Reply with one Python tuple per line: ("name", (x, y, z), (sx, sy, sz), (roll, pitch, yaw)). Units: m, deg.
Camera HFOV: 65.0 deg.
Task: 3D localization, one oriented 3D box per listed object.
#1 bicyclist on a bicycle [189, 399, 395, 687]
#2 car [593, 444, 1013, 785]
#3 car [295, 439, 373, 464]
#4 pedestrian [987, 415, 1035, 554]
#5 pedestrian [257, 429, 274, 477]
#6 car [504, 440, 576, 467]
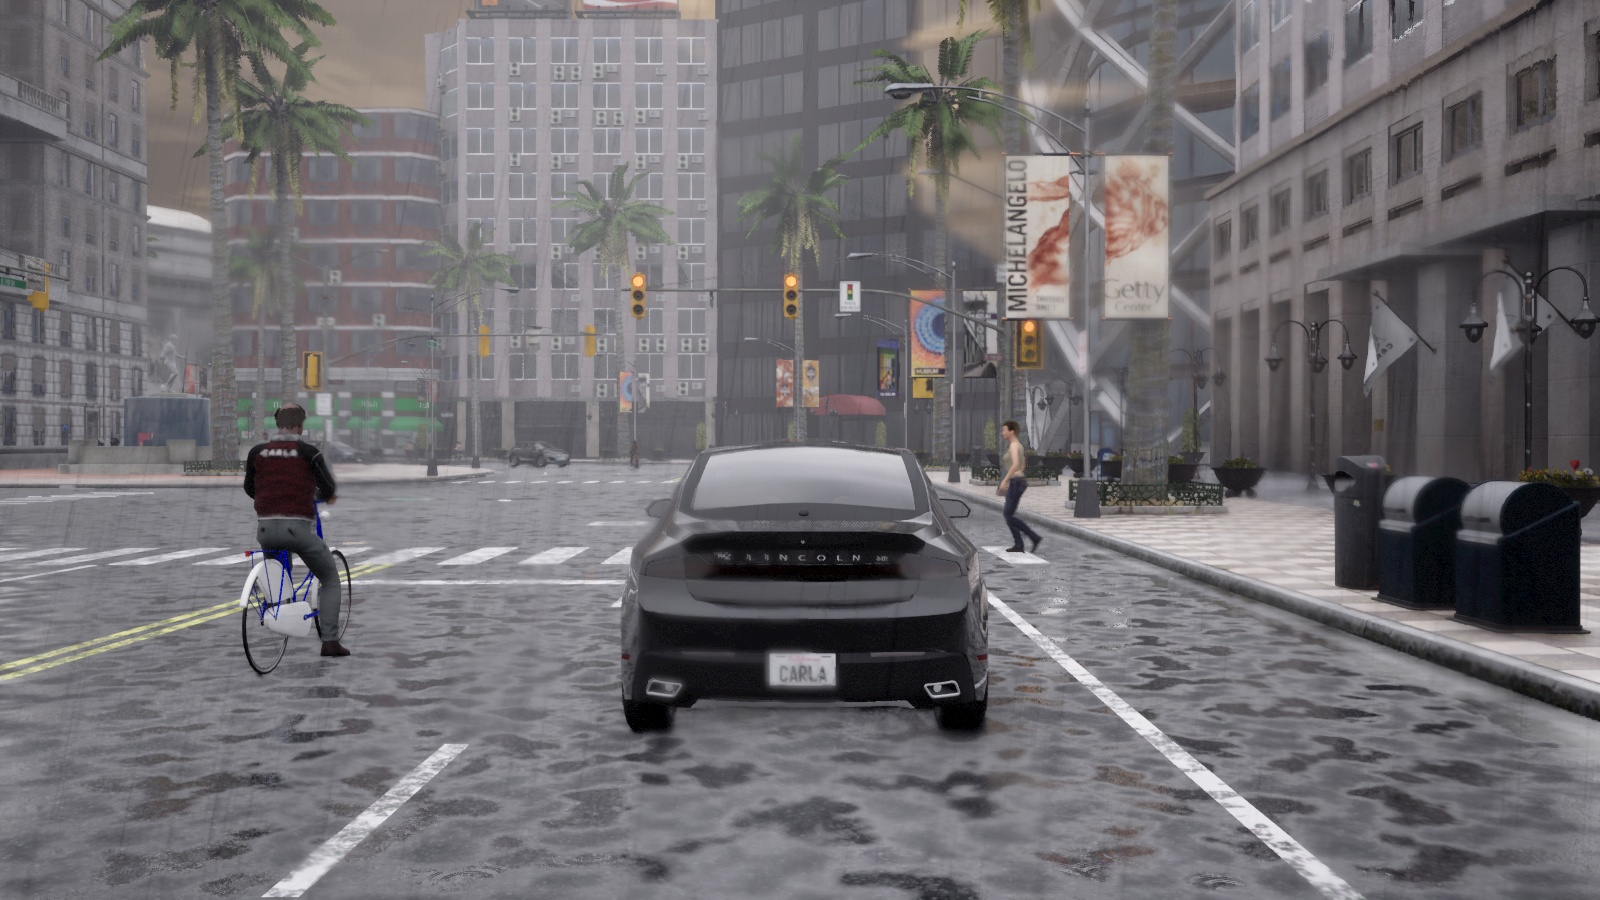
("bicyclist on a bicycle", (-3.432, 0.565, 8.669), (0.659, 1.776, 1.843), (0, 1, 0))
("car", (0.047, 0.707, 7.945), (1.837, 1.490, 4.892), (0, 0, 1))
("car", (-31.665, 0.084, 85.314), (4.611, 1.667, 2.242), (0, 0, 20))
("pedestrian", (2.839, 0.457, 16.881), (0.594, 1.836, 0.345), (0, 0, 19))
("pedestrian", (-20.400, 0.116, 47.938), (0.354, 1.836, 0.706), (0, 0, -1))
("car", (-16.533, 0.214, 79.628), (4.856, 1.649, 2.033), (0, 0, 43))
